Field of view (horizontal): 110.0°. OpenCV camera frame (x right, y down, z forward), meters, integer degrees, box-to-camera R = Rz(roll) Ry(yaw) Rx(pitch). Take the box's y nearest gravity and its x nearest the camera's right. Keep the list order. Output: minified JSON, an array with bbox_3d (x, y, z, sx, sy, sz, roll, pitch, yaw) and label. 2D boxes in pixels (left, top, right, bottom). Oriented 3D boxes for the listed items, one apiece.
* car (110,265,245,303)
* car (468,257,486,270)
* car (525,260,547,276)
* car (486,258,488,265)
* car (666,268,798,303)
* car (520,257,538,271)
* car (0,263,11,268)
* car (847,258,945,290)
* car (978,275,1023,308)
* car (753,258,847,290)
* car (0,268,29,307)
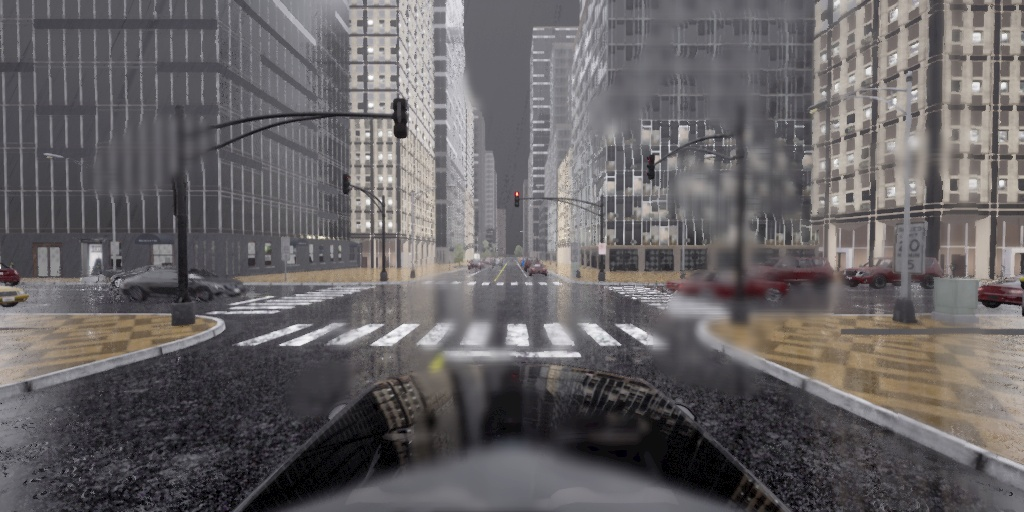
[{"bbox_3d":[-14.722,1.279,16.135,4.674,1.442,1.812,0,1,0],"label":"car"},{"bbox_3d":[-5.293,1.161,52.338,1.967,1.591,4.097,0,0,0],"label":"car"},{"bbox_3d":[2.547,1.314,35.785,1.802,1.307,4.207,0,0,0],"label":"car"},{"bbox_3d":[-5.290,1.299,57.862,1.802,1.307,4.207,0,0,0],"label":"car"},{"bbox_3d":[9.664,1.381,16.182,4.718,1.301,1.895,0,1,0],"label":"car"},{"bbox_3d":[2.573,1.040,46.834,2.192,1.841,5.009,0,0,0],"label":"car"},{"bbox_3d":[-32.556,1.075,21.484,4.097,1.591,1.967,0,0,0],"label":"car"},{"bbox_3d":[22.901,1.029,21.656,5.009,1.841,2.192,0,0,0],"label":"car"},{"bbox_3d":[20.185,1.416,13.513,4.207,1.307,1.802,0,0,0],"label":"car"},{"bbox_3d":[16.570,1.021,21.645,5.009,1.841,2.192,0,0,0],"label":"car"},{"bbox_3d":[-21.256,1.299,13.437,4.829,1.417,1.751,0,0,0],"label":"car"}]
